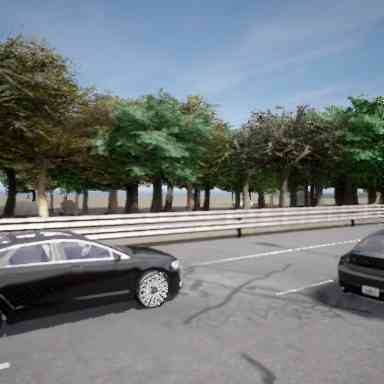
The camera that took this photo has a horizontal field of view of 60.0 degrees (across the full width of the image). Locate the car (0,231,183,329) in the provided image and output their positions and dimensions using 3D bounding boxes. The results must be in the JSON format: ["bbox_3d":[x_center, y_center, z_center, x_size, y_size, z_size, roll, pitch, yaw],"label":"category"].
[{"bbox_3d":[-2.456,1.492,6.261,4.902,1.511,2.128,0,0,-35],"label":"car"}]

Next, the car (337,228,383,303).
[{"bbox_3d":[5.186,1.527,7.335,4.892,1.490,1.837,0,0,-35],"label":"car"}]
